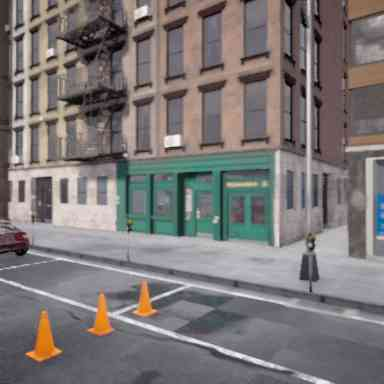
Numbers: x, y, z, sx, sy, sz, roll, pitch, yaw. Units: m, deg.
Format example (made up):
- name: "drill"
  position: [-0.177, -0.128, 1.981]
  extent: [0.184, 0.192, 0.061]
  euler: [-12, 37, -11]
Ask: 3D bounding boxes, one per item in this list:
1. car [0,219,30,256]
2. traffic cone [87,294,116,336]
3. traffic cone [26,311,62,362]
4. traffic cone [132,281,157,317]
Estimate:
- name: "car"
  position: [-7.495, 1.625, 12.034]
  extent: [4.206, 1.307, 1.802]
  euler: [0, 0, 36]
- name: "traffic cone"
  position: [-1.487, 1.979, 5.478]
  extent: [0.340, 0.580, 0.340]
  euler: [0, 0, 36]
- name: "traffic cone"
  position: [-2.072, 1.974, 4.667]
  extent: [0.340, 0.580, 0.340]
  euler: [0, 0, 36]
- name: "traffic cone"
  position: [-0.903, 1.983, 6.290]
  extent: [0.340, 0.580, 0.340]
  euler: [0, 0, 36]
